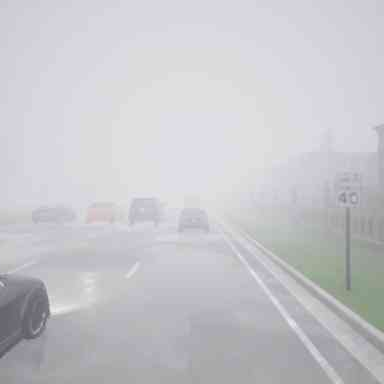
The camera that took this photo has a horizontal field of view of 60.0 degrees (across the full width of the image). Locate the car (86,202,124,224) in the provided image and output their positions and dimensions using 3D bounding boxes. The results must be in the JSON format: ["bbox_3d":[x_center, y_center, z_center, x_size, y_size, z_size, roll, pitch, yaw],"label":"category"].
[{"bbox_3d":[-6.896,1.559,26.886,2.097,1.767,4.553,0,-1,0],"label":"car"}]

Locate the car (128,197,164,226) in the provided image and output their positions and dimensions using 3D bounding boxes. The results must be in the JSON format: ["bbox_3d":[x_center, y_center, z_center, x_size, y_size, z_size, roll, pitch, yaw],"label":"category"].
[{"bbox_3d":[-3.398,1.420,25.448,2.150,2.045,5.566,0,0,0],"label":"car"}]

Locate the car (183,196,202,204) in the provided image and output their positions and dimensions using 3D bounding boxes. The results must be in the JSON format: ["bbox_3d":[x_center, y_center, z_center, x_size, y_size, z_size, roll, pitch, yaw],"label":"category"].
[{"bbox_3d":[0.050,1.560,43.560,2.150,2.045,5.566,0,0,1],"label":"car"}]

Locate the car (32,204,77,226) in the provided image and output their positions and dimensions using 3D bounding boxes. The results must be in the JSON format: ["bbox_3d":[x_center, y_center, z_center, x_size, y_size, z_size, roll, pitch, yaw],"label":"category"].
[{"bbox_3d":[-10.397,1.689,25.479,2.128,1.511,4.902,0,0,0],"label":"car"}]

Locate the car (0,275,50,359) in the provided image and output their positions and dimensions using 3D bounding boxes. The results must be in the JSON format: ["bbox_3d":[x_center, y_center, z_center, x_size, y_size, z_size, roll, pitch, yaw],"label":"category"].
[{"bbox_3d":[-3.400,1.596,3.981,1.994,1.385,4.181,0,0,0],"label":"car"}]

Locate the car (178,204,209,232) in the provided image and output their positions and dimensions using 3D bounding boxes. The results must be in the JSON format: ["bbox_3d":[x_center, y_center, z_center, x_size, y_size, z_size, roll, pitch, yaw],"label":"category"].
[{"bbox_3d":[0.102,1.712,21.317,2.033,1.411,5.357,0,0,0],"label":"car"}]
